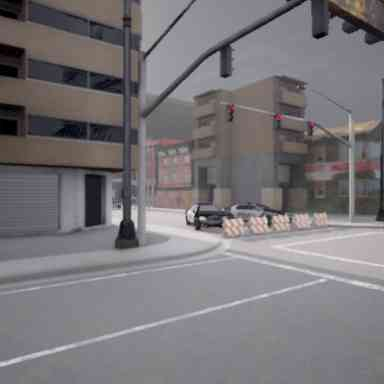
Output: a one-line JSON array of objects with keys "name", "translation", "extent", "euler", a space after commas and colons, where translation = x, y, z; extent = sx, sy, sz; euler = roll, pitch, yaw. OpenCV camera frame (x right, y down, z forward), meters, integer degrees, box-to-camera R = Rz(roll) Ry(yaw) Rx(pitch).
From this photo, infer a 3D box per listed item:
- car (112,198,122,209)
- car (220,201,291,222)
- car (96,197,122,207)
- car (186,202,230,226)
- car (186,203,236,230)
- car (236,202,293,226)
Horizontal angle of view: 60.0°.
[{"name": "car", "translation": [-11.175, 1.475, 44.853], "extent": [2.038, 1.542, 4.974], "euler": [0, 0, -36]}, {"name": "car", "translation": [4.422, 1.318, 23.367], "extent": [4.536, 1.218, 1.853], "euler": [0, 0, 34]}, {"name": "car", "translation": [-11.205, 1.317, 44.895], "extent": [1.853, 1.218, 4.536], "euler": [0, 0, -36]}, {"name": "car", "translation": [0.879, 1.312, 21.241], "extent": [1.853, 1.218, 4.536], "euler": [0, 0, -11]}, {"name": "car", "translation": [0.889, 1.470, 21.189], "extent": [2.038, 1.542, 4.974], "euler": [0, 0, -11]}, {"name": "car", "translation": [4.465, 1.475, 23.338], "extent": [4.974, 1.542, 2.038], "euler": [0, 0, 34]}]
